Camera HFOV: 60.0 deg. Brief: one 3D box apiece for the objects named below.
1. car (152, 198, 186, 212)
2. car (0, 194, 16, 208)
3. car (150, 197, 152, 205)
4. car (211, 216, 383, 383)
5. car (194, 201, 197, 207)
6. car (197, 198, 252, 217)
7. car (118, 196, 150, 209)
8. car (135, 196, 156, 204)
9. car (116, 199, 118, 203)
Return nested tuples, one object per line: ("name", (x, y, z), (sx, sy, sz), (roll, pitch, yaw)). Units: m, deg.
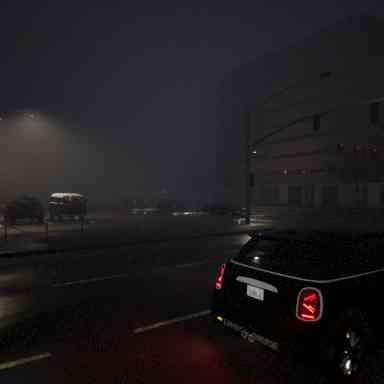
("car", (-2.549, 1.581, 39.444), (1.812, 1.442, 4.674), (0, 0, -36))
("car", (-31.741, 1.209, 56.446), (1.932, 1.855, 4.605), (0, 0, -35))
("car", (-8.927, 1.581, 60.840), (1.812, 1.442, 4.674), (0, 0, -36))
("car", (2.574, 1.352, 5.637), (4.553, 1.767, 2.097), (0, 0, -35))
("car", (2.240, 1.581, 51.154), (1.812, 1.442, 4.674), (0, 0, -35))
("car", (3.143, 1.603, 31.410), (2.033, 1.411, 5.357), (0, 0, -35))
("car", (-8.309, 1.407, 47.560), (2.097, 1.767, 4.553), (0, 0, -35))
("car", (-9.488, 1.603, 67.680), (2.033, 1.411, 5.357), (0, 0, -35))
("car", (-13.980, 1.619, 67.962), (1.994, 1.385, 4.181), (0, 0, -35))
